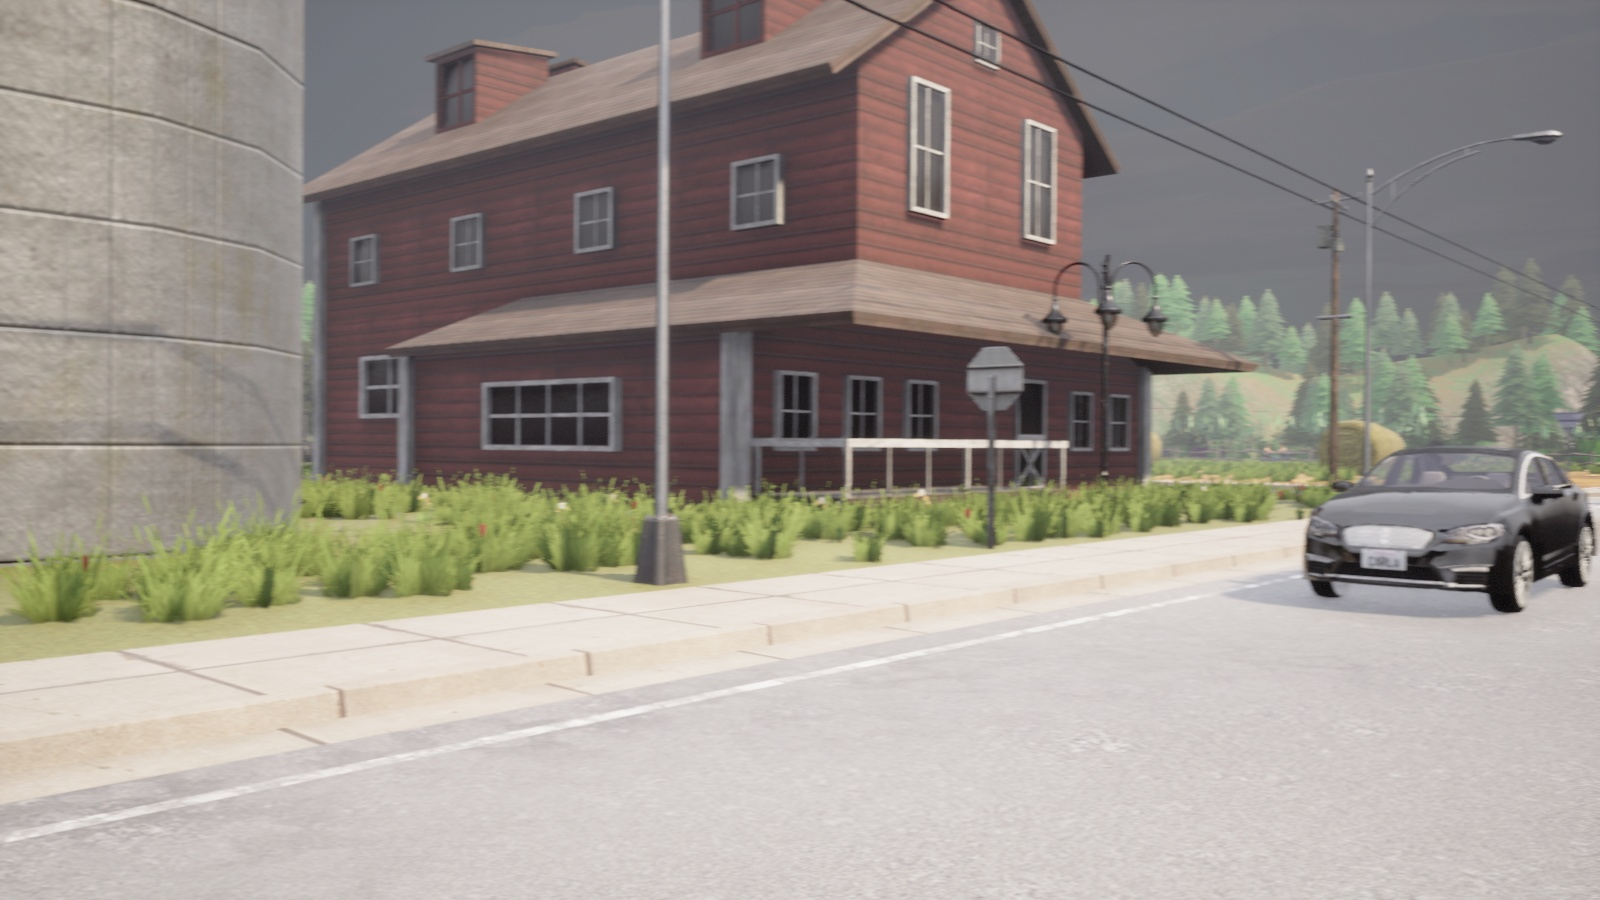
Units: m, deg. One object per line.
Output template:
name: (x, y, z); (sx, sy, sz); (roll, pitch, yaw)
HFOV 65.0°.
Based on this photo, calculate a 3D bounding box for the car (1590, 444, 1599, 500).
car: (22.547, 0.626, 31.574); (1.837, 1.490, 4.892); (1, 0, -7)

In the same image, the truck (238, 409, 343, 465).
truck: (-32.860, -0.834, 80.792); (7.936, 3.462, 2.891); (1, 0, 40)

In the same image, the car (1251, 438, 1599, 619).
car: (6.677, 0.643, 12.998); (2.128, 1.511, 4.902); (0, 0, 41)
